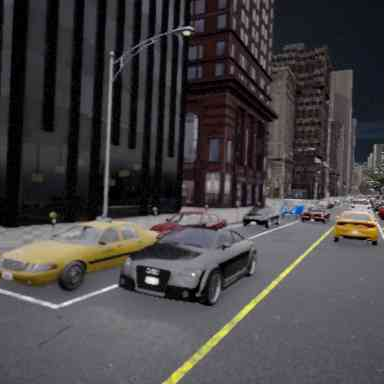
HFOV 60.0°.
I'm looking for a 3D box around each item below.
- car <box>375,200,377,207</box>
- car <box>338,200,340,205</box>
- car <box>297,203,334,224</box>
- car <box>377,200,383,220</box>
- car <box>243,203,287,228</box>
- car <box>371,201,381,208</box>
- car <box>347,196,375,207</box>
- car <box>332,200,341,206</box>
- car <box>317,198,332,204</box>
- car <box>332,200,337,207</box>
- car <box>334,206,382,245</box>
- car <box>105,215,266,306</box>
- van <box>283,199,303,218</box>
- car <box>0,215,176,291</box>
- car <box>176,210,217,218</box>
[{"bbox_3d":[24.493,2.050,41.449,2.150,2.045,5.566,3,0,27],"label":"car"},{"bbox_3d":[31.515,2.277,77.979,4.403,1.369,2.008,2,1,18],"label":"car"},{"bbox_3d":[10.356,1.881,27.681,1.895,1.301,4.718,3,0,28],"label":"car"},{"bbox_3d":[21.269,1.935,35.237,2.150,2.045,5.566,3,0,27],"label":"car"},{"bbox_3d":[4.890,1.634,22.948,1.947,1.339,4.313,3,0,27],"label":"car"},{"bbox_3d":[43.334,2.951,78.502,1.947,1.339,4.313,3,1,27],"label":"car"},{"bbox_3d":[19.828,1.855,39.017,2.150,2.045,5.566,3,1,28],"label":"car"},{"bbox_3d":[35.778,2.615,82.437,1.802,1.307,4.206,3,1,27],"label":"car"},{"bbox_3d":[21.984,2.214,55.876,1.802,1.307,4.206,3,0,27],"label":"car"},{"bbox_3d":[24.438,2.025,60.578,2.192,1.841,5.009,3,0,27],"label":"car"},{"bbox_3d":[8.679,1.742,17.542,1.882,1.535,5.008,3,0,28],"label":"car"},{"bbox_3d":[0.161,1.517,8.071,1.994,1.385,4.181,3,1,27],"label":"car"},{"bbox_3d":[9.784,1.570,32.355,1.690,1.788,3.998,3,0,27],"label":"van"},{"bbox_3d":[-2.512,1.360,8.686,1.752,1.417,4.829,3,1,27],"label":"car"},{"bbox_3d":[0.007,1.458,13.541,1.887,1.381,4.507,3,0,27],"label":"car"}]
